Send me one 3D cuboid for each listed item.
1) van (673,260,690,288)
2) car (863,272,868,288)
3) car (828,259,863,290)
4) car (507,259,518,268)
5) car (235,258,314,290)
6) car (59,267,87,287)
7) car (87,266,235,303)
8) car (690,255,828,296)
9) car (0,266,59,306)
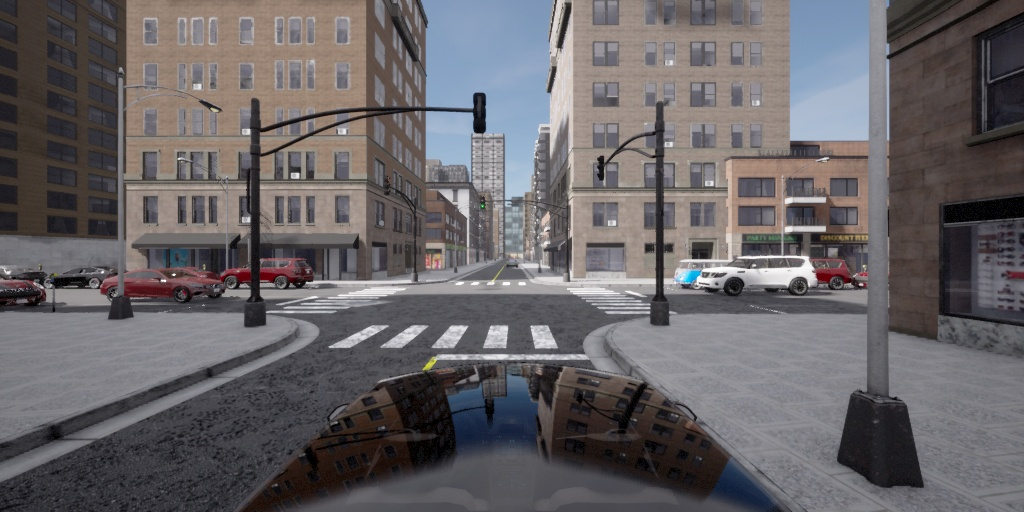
[{"bbox_3d":[12.035,1.108,21.870,3.998,1.789,1.690,0,0,0],"label":"van"},{"bbox_3d":[23.227,1.216,21.808,4.097,1.591,1.967,0,0,0],"label":"car"},{"bbox_3d":[17.631,1.086,21.839,5.009,1.841,2.192,0,0,0],"label":"car"},{"bbox_3d":[0.044,1.340,64.229,1.994,1.385,4.181,0,0,0],"label":"car"},{"bbox_3d":[-14.913,1.059,22.023,5.009,1.841,2.192,0,0,0],"label":"car"},{"bbox_3d":[-25.959,1.299,22.085,4.313,1.339,1.948,0,0,0],"label":"car"},{"bbox_3d":[-15.561,1.270,16.077,4.674,1.442,1.812,0,0,0],"label":"car"},{"bbox_3d":[12.956,0.990,19.106,5.566,2.045,2.150,0,0,0],"label":"car"},{"bbox_3d":[-20.459,1.179,13.528,4.097,1.591,1.967,0,0,0],"label":"car"}]
